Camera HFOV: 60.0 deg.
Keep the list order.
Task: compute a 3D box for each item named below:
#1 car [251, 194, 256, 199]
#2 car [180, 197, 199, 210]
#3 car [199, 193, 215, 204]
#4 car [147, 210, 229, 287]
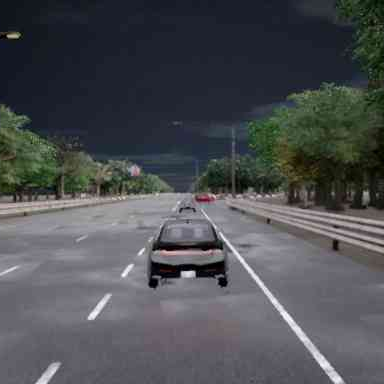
[{"bbox_3d":[16.061,1.283,90.286,1.994,1.385,4.181,-1,0,37],"label":"car"},{"bbox_3d":[-0.502,1.530,38.874,2.033,1.411,5.357,-1,0,0],"label":"car"},{"bbox_3d":[2.777,1.171,63.144,2.150,2.045,5.566,-1,0,16],"label":"car"},{"bbox_3d":[-0.117,1.487,9.302,2.128,1.511,4.902,-1,0,-1],"label":"car"}]
